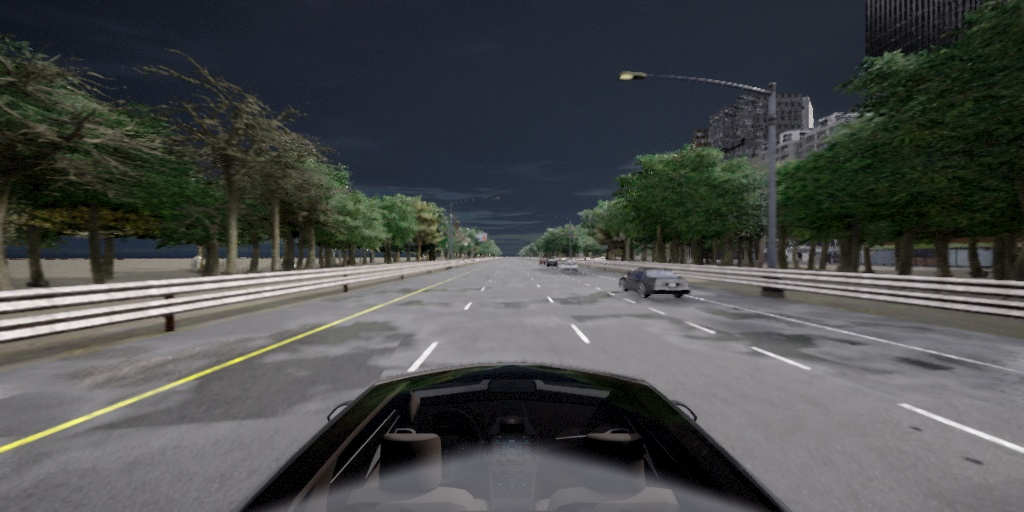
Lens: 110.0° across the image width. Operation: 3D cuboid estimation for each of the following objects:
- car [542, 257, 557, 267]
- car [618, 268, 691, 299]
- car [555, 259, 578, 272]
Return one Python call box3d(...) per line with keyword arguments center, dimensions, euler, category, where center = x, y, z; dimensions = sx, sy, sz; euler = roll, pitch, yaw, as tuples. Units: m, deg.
box3d(center=(7.018, 1.208, 64.169), dimensions=(1.882, 1.535, 5.008), euler=(0, 0, 0), category="car")
box3d(center=(7.001, 1.296, 18.185), dimensions=(2.033, 1.411, 5.357), euler=(0, 0, 0), category="car")
box3d(center=(7.011, 1.338, 45.241), dimensions=(1.895, 1.301, 4.718), euler=(0, 0, 0), category="car")
